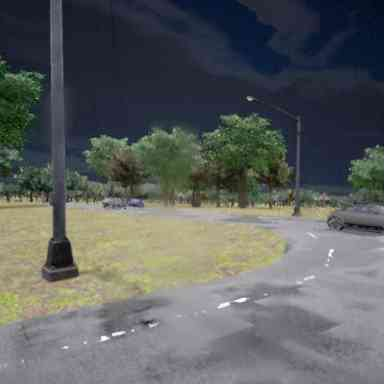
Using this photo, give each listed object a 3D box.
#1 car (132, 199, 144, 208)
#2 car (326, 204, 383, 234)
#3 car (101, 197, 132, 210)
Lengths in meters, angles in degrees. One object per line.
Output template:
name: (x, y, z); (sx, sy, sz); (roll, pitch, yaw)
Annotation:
car: (-9.207, 1.813, 52.645); (1.812, 1.442, 4.674); (3, -2, -35)
car: (8.445, 1.260, 15.349); (1.994, 1.385, 4.181); (1, 1, -36)
car: (-9.685, 1.418, 41.151); (1.837, 1.490, 4.892); (3, -2, -35)
